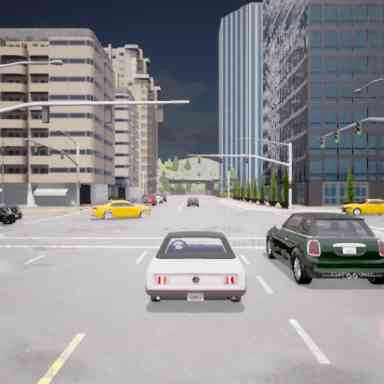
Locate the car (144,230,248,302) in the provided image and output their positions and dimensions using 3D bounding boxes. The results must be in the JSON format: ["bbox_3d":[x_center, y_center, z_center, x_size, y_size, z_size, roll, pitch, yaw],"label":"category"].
[{"bbox_3d":[0.085,1.600,8.201,1.895,1.301,4.718,0,0,0],"label":"car"}]

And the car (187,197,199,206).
[{"bbox_3d":[0.170,1.543,53.781,2.033,1.411,5.357,0,0,0],"label":"car"}]

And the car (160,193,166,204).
[{"bbox_3d":[-6.961,1.216,64.685,2.150,2.045,5.566,0,0,2],"label":"car"}]

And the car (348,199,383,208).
[{"bbox_3d":[16.856,1.420,31.570,5.008,1.535,1.882,0,0,1],"label":"car"}]

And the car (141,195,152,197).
[{"bbox_3d":[-7.044,1.488,44.637,2.128,1.511,4.902,0,0,0],"label":"car"}]

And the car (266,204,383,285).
[{"bbox_3d":[3.593,1.351,9.691,2.097,1.767,4.553,0,0,0],"label":"car"}]

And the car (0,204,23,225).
[{"bbox_3d":[-13.856,1.165,21.131,5.566,2.045,2.150,0,0,1],"label":"car"}]

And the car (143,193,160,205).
[{"bbox_3d":[-7.025,1.218,54.209,2.150,2.045,5.566,0,0,0],"label":"car"}]

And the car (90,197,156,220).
[{"bbox_3d":[-5.865,1.447,27.615,5.008,1.535,1.882,0,1,-32],"label":"car"}]
